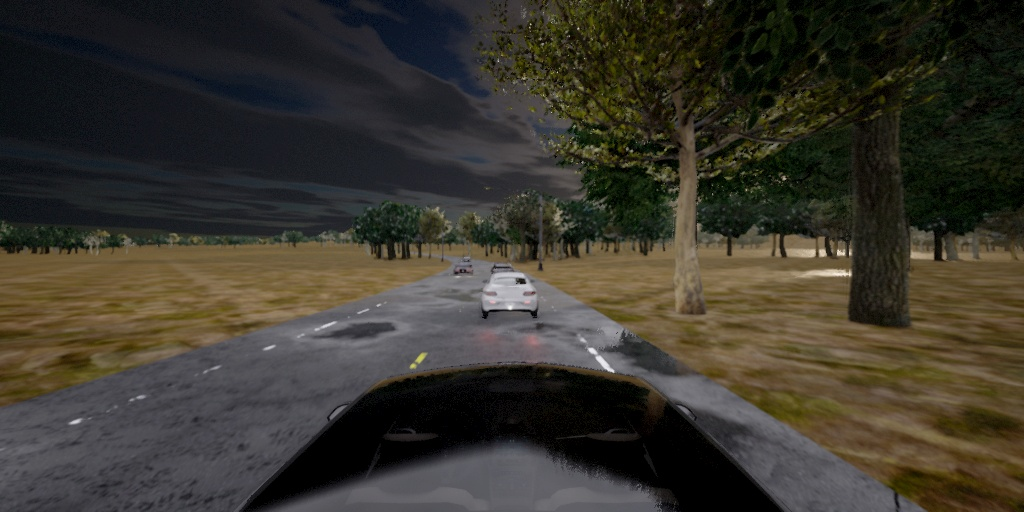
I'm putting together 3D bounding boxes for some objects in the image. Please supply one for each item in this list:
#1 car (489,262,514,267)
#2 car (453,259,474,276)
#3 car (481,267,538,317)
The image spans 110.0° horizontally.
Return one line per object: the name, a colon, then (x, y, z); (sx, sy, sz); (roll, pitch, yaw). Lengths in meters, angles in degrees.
car: (-0.874, 1.264, 30.542); (2.128, 1.511, 4.902); (0, 0, -3)
car: (-5.091, 1.334, 37.967); (1.994, 1.385, 4.181); (0, 0, -4)
car: (-0.105, 1.290, 13.061); (1.812, 1.442, 4.674); (0, 0, -1)
